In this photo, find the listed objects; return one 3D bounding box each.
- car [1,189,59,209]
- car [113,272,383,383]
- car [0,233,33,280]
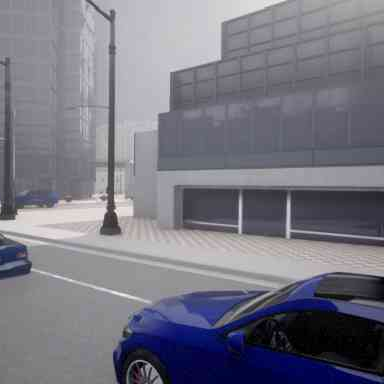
[{"bbox_3d":[-16.963,0.670,35.209,2.150,2.045,5.566,1,1,36],"label":"car"},{"bbox_3d":[1.322,1.517,3.045,4.674,1.442,1.812,0,0,36],"label":"car"},{"bbox_3d":[-6.228,1.441,8.512,5.357,1.411,2.033,1,1,36],"label":"car"}]
